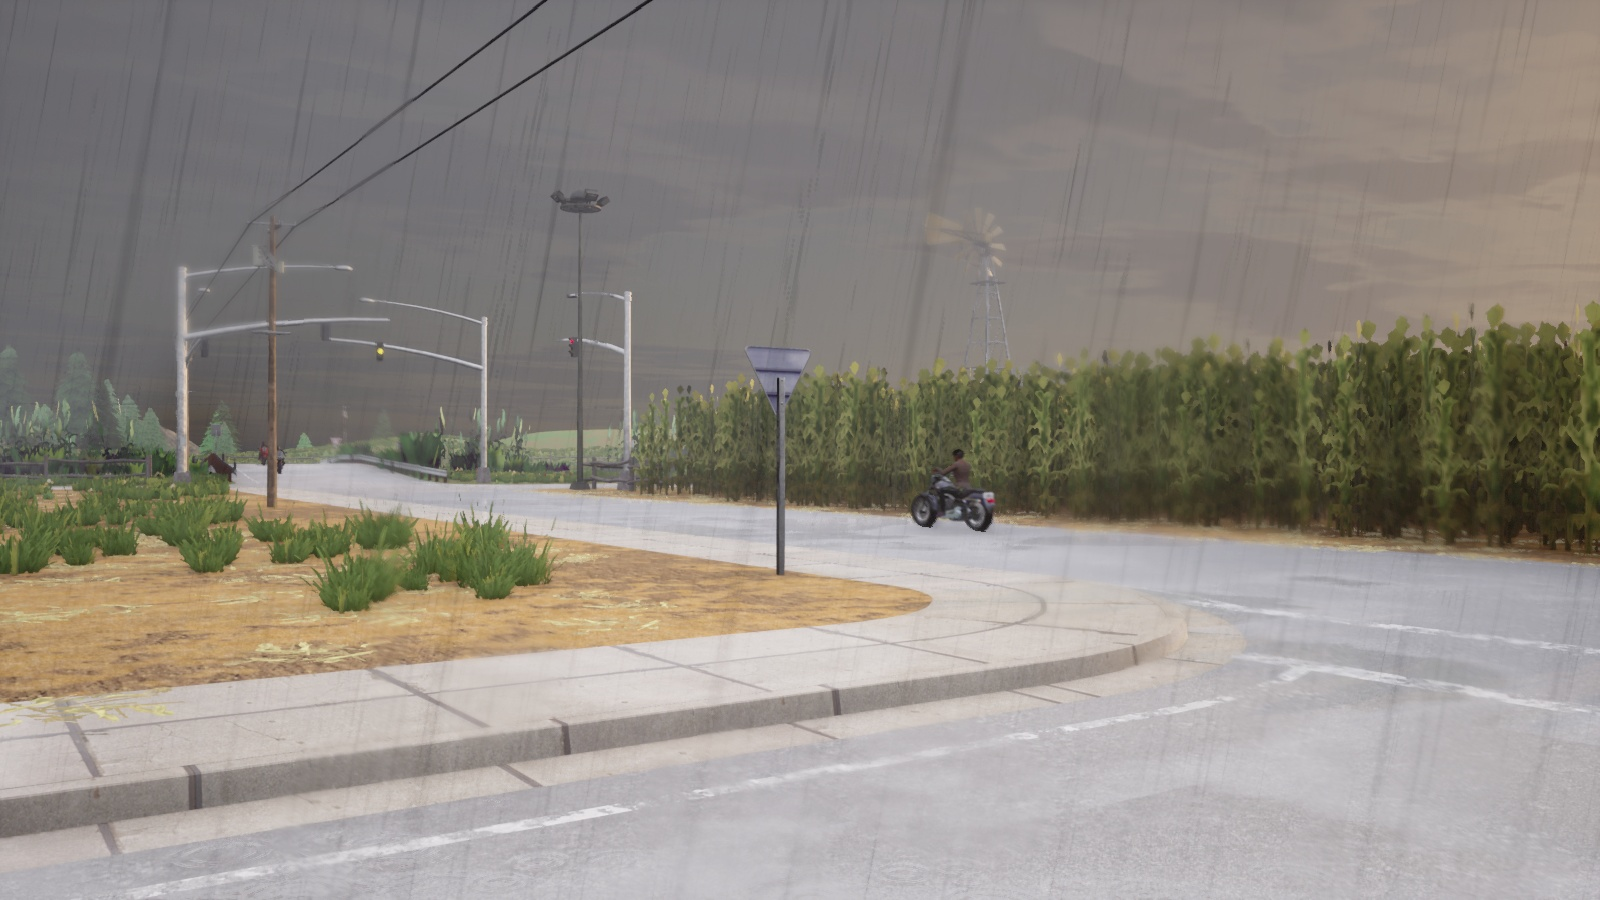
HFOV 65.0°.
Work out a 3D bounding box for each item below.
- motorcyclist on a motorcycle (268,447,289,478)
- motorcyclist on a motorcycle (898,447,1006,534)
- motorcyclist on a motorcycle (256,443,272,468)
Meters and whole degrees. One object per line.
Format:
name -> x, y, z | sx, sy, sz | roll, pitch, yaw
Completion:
motorcyclist on a motorcycle -> -28.523, 0.664, 68.635 | 0.866, 1.530, 2.191 | 0, 3, -28
motorcyclist on a motorcycle -> 2.987, 0.777, 24.960 | 0.766, 1.649, 2.350 | 0, 0, -34
motorcyclist on a motorcycle -> -32.799, 0.334, 76.828 | 0.797, 1.523, 2.044 | 0, 1, -27
